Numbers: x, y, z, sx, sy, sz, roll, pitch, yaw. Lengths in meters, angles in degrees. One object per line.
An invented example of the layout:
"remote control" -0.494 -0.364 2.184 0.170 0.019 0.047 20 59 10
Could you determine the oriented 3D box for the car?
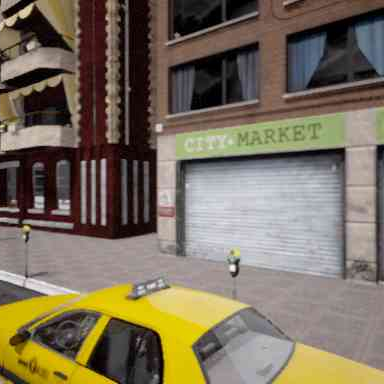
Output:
"car" -0.631 1.525 3.327 4.829 1.417 1.752 0 0 35
